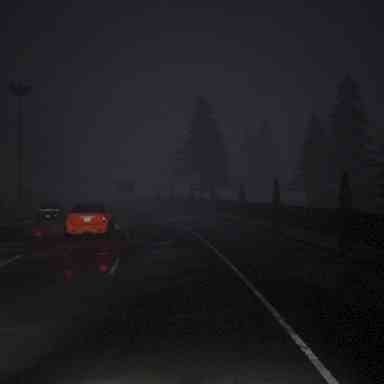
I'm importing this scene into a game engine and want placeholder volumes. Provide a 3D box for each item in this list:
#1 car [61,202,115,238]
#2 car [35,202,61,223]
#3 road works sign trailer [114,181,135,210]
[{"bbox_3d":[-5.303,1.329,17.773,2.097,1.767,4.553,0,0,-10],"label":"car"},{"bbox_3d":[-10.539,1.466,25.271,2.128,1.511,4.902,0,0,-15],"label":"car"},{"bbox_3d":[-8.596,0.402,41.637,2.380,3.560,2.880,0,0,-26],"label":"road works sign trailer"}]
